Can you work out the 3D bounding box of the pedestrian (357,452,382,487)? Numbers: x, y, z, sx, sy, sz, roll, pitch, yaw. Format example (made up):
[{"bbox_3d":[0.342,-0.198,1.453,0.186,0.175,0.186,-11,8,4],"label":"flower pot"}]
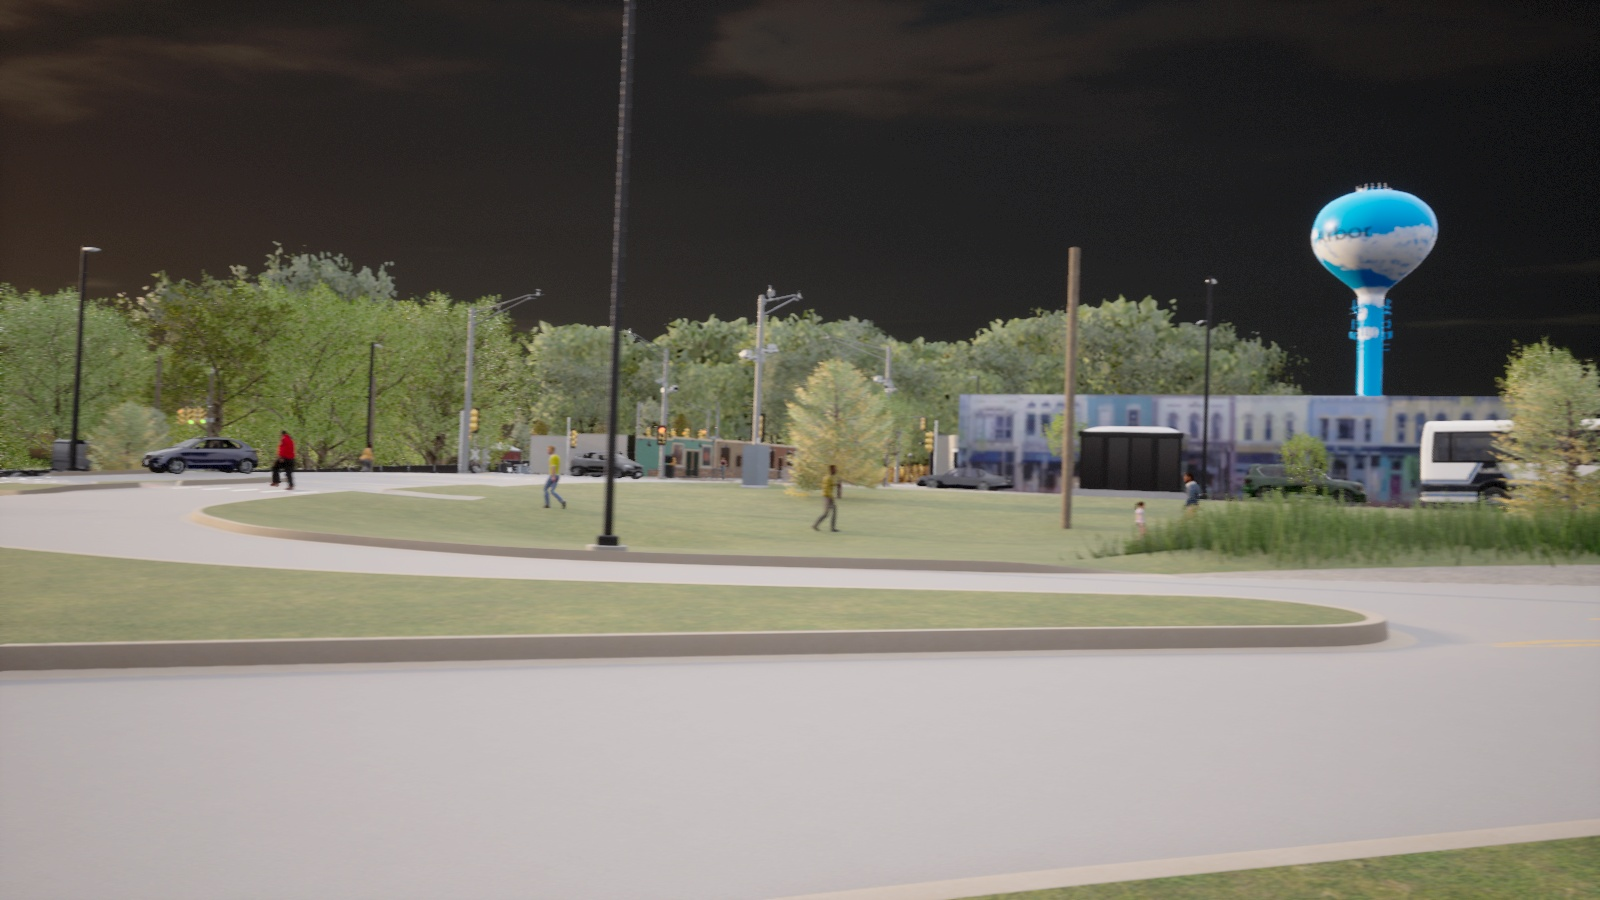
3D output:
[{"bbox_3d":[-23.015,1.024,67.079,0.874,1.855,0.900,-1,-2,43],"label":"pedestrian"}]

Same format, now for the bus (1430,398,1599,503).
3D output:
[{"bbox_3d":[33.303,0.110,54.483,10.273,4.253,3.944,-2,-5,31],"label":"bus"}]

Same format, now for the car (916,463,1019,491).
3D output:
[{"bbox_3d":[9.413,1.506,70.504,5.357,1.411,2.033,1,-2,25],"label":"car"}]

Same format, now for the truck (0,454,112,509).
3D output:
[{"bbox_3d":[-49.935,1.995,82.530,2.891,3.462,7.936,0,0,31],"label":"truck"}]

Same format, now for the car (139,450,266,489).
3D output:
[{"bbox_3d":[-23.798,0.742,50.107,1.816,1.474,4.193,-1,0,39],"label":"car"}]

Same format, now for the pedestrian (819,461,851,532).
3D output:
[{"bbox_3d":[0.921,1.232,33.345,0.709,1.840,0.431,0,-2,23],"label":"pedestrian"}]

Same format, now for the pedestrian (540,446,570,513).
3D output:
[{"bbox_3d":[-6.784,0.825,34.793,0.706,1.836,0.354,0,-2,17],"label":"pedestrian"}]

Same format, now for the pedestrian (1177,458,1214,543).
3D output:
[{"bbox_3d":[9.160,1.161,29.107,0.788,1.949,0.423,0,-2,20],"label":"pedestrian"}]

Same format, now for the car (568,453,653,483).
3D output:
[{"bbox_3d":[-11.483,1.081,76.044,4.611,1.667,2.242,1,-2,26],"label":"car"}]

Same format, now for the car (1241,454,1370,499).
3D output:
[{"bbox_3d":[23.962,1.252,59.567,5.566,2.045,2.150,1,-2,25],"label":"car"}]

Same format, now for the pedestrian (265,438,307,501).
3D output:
[{"bbox_3d":[-15.154,0.584,37.055,0.899,1.844,0.634,1,-2,10],"label":"pedestrian"}]

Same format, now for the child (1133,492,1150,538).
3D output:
[{"bbox_3d":[8.277,1.579,30.442,0.394,1.110,0.255,0,-2,18],"label":"child"}]
